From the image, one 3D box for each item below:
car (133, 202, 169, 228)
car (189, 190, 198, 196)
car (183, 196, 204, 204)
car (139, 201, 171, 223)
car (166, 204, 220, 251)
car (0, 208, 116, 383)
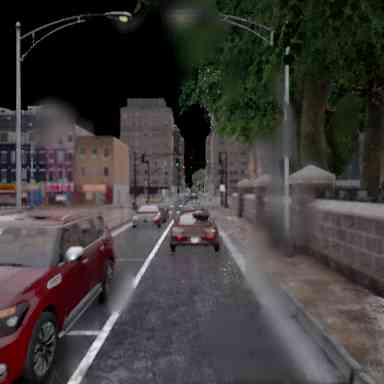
[{"bbox_3d":[-2.638,1.432,20.993,1.802,1.307,4.206,0,0,0],"label":"car"},{"bbox_3d":[0.288,0.942,76.867,1.812,1.442,4.674,0,0,0],"label":"car"},{"bbox_3d":[0.108,1.352,29.586,1.994,1.385,4.181,0,0,0],"label":"car"},{"bbox_3d":[-2.638,1.390,24.656,1.947,1.339,4.313,0,0,0],"label":"car"},{"bbox_3d":[0.102,1.428,13.548,1.812,1.442,4.674,0,1,0],"label":"car"},{"bbox_3d":[-2.641,1.275,5.453,2.192,1.841,5.009,0,0,0],"label":"car"}]
